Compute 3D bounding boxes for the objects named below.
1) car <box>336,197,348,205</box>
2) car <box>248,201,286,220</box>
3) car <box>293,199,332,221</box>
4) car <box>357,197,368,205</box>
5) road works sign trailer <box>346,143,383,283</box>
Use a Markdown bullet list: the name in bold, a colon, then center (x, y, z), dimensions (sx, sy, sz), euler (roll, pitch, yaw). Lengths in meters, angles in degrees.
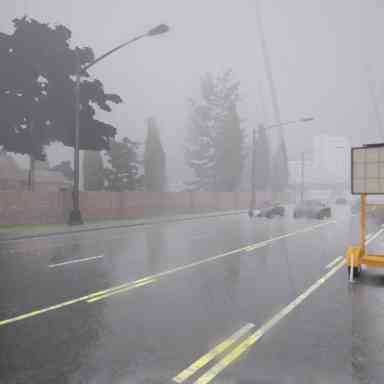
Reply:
- **car**: center (28.469, 1.665, 63.205), dimensions (1.837, 1.490, 4.892), euler (0, -1, 25)
- **car**: center (6.483, 1.509, 28.504), dimensions (2.128, 1.511, 4.902), euler (0, 0, 35)
- **car**: center (9.953, 1.369, 27.352), dimensions (2.097, 1.767, 4.553), euler (0, 0, 35)
- **car**: center (31.803, 1.729, 62.097), dimensions (2.033, 1.411, 5.357), euler (0, -1, 25)
- **road works sign trailer**: center (5.594, 0.470, 8.868), dimensions (2.380, 3.560, 2.880), euler (0, 0, 35)
